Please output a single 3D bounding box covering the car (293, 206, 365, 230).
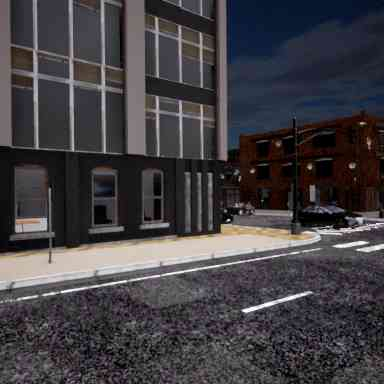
[{"bbox_3d":[9.113,1.668,22.499,2.128,1.511,4.902,-1,-1,-30],"label":"car"}]

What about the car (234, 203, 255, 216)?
[{"bbox_3d":[5.263,1.920,38.109,2.008,1.369,4.403,-2,0,-37],"label":"car"}]

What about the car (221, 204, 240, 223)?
[{"bbox_3d":[1.636,1.935,28.516,1.947,1.339,4.313,-2,0,-37],"label":"car"}]
